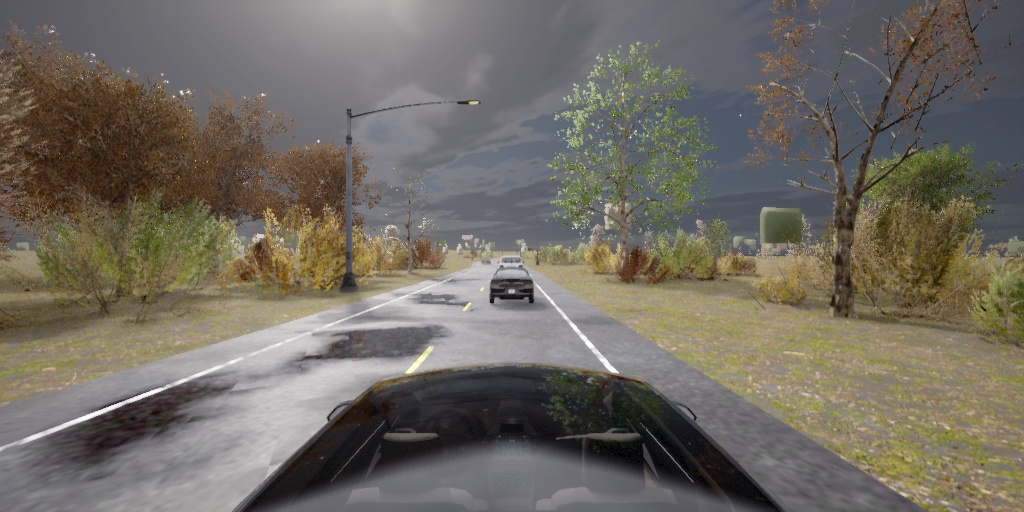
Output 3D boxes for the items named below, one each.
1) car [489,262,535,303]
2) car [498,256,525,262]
[{"bbox_3d":[-0.017,1.233,16.505,1.882,1.535,5.008,0,0,0],"label":"car"},{"bbox_3d":[-0.078,1.006,31.539,2.150,2.045,5.566,0,0,0],"label":"car"}]
